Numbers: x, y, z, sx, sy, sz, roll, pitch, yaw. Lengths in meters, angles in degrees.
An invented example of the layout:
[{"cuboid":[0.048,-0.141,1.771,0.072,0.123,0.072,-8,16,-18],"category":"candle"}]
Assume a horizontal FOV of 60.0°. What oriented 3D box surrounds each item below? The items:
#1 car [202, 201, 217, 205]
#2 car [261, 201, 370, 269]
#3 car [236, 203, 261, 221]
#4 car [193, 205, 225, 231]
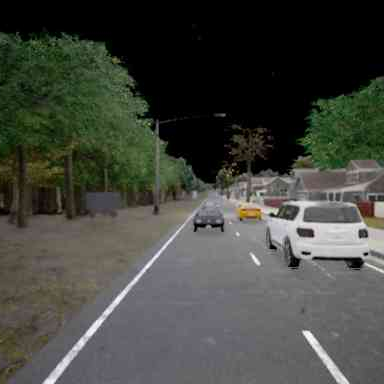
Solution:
[{"cuboid":[2.241,1.882,42.120,1.994,1.385,4.181,0,0,3],"category":"car"},{"cuboid":[4.069,1.315,11.689,2.150,2.045,5.566,0,0,3],"category":"car"},{"cuboid":[5.076,1.716,30.102,1.882,1.535,5.008,0,0,3],"category":"car"},{"cuboid":[1.107,1.760,21.731,1.895,1.301,4.718,0,0,3],"category":"car"}]
